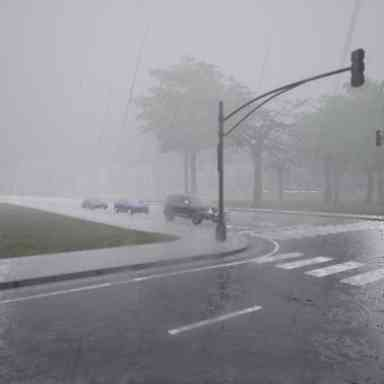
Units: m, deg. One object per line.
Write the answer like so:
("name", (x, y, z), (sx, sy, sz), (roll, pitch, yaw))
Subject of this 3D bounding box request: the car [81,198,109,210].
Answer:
("car", (-12.049, 1.437, 40.925), (2.033, 1.411, 5.357), (0, 0, -36))

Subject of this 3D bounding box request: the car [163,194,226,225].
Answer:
("car", (0.030, 1.178, 24.333), (2.150, 2.045, 5.566), (0, 0, -36))

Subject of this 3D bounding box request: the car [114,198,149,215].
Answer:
("car", (-5.973, 1.398, 32.573), (1.882, 1.535, 5.008), (0, 0, -36))
